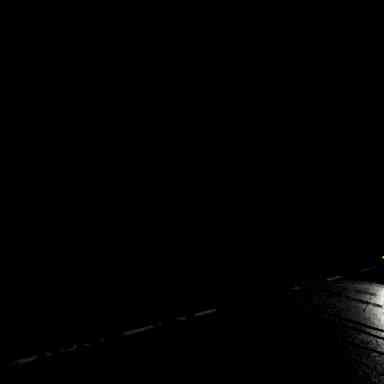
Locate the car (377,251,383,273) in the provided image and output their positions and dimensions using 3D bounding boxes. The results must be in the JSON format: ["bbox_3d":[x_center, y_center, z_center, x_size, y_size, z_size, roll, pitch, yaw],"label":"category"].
[{"bbox_3d":[7.284,1.534,9.182,5.357,1.411,2.033,0,0,-36],"label":"car"}]
